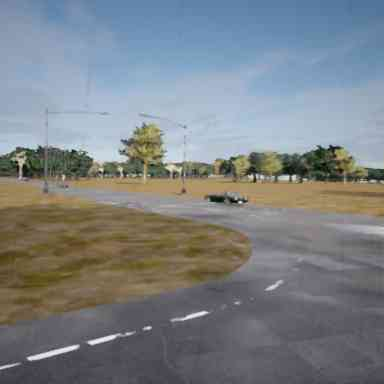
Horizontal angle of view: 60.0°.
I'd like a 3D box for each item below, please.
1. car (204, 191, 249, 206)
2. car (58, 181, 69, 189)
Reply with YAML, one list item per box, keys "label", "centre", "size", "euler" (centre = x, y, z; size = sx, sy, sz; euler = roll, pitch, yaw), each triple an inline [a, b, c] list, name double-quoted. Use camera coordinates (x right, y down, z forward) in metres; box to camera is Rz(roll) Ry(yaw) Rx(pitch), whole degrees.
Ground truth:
- label: "car"
  centre: [3.185, 0.569, 32.146]
  size: [1.895, 1.301, 4.718]
  euler: [0, 2, -34]
- label: "car"
  centre: [-25.616, -1.370, 66.265]
  size: [1.837, 1.490, 4.892]
  euler: [0, 2, -27]
